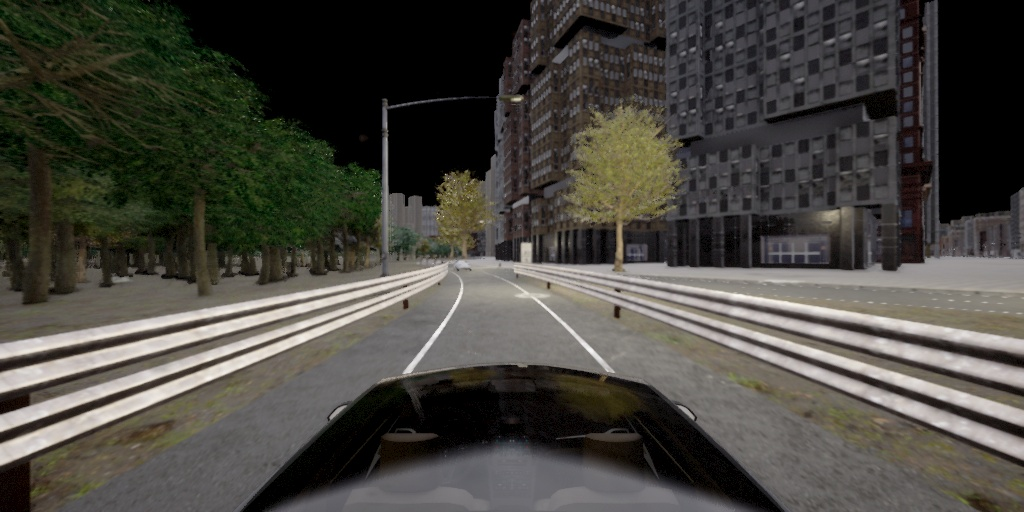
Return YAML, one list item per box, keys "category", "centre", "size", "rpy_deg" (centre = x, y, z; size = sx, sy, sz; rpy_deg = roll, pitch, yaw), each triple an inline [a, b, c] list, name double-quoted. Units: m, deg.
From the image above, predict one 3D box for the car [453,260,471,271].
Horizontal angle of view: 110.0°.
- category: "car"
  centre: [-6.669, 1.240, 47.922]
  size: [1.812, 1.442, 4.674]
  rpy_deg: [0, 0, -17]
